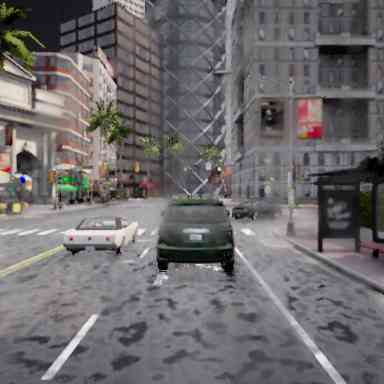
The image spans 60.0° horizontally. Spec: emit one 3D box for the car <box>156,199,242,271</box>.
[{"bbox_3d":[0.098,1.225,11.049,2.150,2.045,5.566,0,0,0],"label":"car"}]

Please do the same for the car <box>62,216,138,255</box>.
[{"bbox_3d":[-3.399,1.603,13.344,1.895,1.301,4.718,0,0,0],"label":"car"}]

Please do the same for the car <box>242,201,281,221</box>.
[{"bbox_3d":[5.344,1.510,27.005,4.892,1.490,1.837,0,-2,-42],"label":"car"}]

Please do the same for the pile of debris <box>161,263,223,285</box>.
[{"bbox_3d":[0.000,2.177,8.957,1.500,0.140,1.860,0,0,0],"label":"pile of debris"}]
